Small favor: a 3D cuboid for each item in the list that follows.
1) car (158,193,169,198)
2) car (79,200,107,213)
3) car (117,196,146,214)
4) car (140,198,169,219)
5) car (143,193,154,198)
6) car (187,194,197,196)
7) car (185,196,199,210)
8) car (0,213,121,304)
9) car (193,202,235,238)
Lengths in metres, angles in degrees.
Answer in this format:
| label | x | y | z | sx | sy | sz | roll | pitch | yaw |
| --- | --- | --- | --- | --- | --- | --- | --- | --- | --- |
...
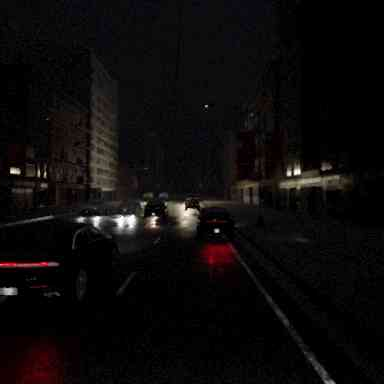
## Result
| label | x | y | z | sx | sy | sz | roll | pitch | yaw |
| --- | --- | --- | --- | --- | --- | --- | --- | --- | --- |
| car | -6.502 | 1.180 | 76.272 | 2.150 | 2.045 | 5.566 | 0 | 0 | 0 |
| car | -9.846 | 1.567 | 33.477 | 1.812 | 1.442 | 4.674 | 0 | 0 | 0 |
| car | -6.596 | 1.535 | 35.078 | 2.128 | 1.511 | 4.902 | 0 | 0 | 0 |
| car | -3.149 | 1.540 | 29.521 | 1.837 | 1.490 | 4.892 | 0 | 0 | 0 |
| car | -9.752 | 1.236 | 74.873 | 2.150 | 2.045 | 5.566 | 0 | 0 | 0 |
| car | -0.001 | 1.300 | 57.136 | 2.150 | 2.045 | 5.566 | 0 | 0 | 0 |
| car | 0.050 | 1.602 | 42.739 | 2.033 | 1.411 | 5.357 | 0 | 0 | 0 |
| car | -3.148 | 1.501 | 8.154 | 2.128 | 1.511 | 4.902 | 0 | 0 | 0 |
| car | 1.137 | 1.525 | 17.596 | 1.837 | 1.490 | 4.892 | 0 | 0 | 0 |
